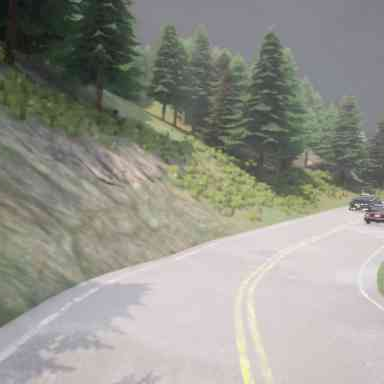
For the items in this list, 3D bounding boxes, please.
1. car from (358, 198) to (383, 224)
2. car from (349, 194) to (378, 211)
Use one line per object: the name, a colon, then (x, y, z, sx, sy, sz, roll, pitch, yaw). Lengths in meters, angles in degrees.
car: (14.054, 1.546, 24.237, 2.033, 1.411, 5.357, 4, 5, 40)
car: (16.688, 1.016, 31.997, 1.837, 1.490, 4.892, 4, 5, 43)
